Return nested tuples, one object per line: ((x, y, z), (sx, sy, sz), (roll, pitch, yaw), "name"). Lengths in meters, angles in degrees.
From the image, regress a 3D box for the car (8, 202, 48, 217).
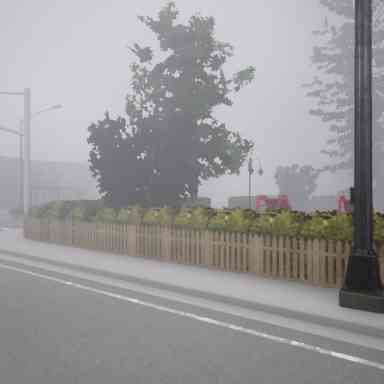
((-13.989, 1.600, 30.301), (1.895, 1.301, 4.718), (0, 0, 35), "car")
